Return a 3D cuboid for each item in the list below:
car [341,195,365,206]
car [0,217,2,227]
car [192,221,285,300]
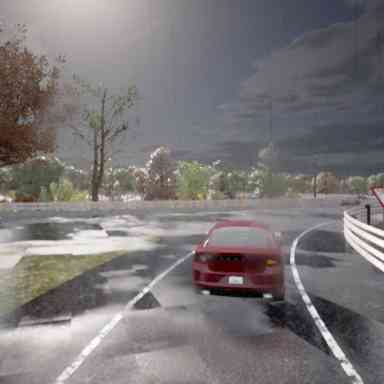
[{"bbox_3d":[24.851,1.488,51.931,2.033,1.411,5.357,0,0,41],"label":"car"},{"bbox_3d":[-13.054,1.470,17.945,4.892,1.490,1.837,0,0,-21],"label":"car"},{"bbox_3d":[1.272,1.469,8.551,1.882,1.535,5.008,0,0,11],"label":"car"}]
